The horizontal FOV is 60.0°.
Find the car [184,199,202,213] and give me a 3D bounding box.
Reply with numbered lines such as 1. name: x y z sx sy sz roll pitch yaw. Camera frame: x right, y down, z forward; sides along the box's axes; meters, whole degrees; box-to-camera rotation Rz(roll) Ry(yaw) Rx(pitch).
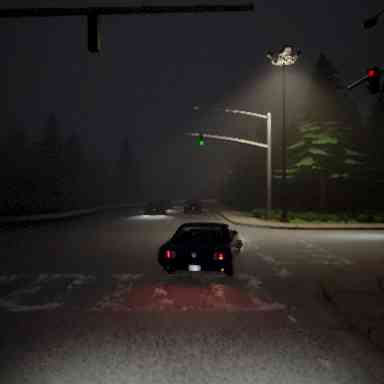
1. car: 0.106 1.485 36.669 1.812 1.442 4.674 0 0 0

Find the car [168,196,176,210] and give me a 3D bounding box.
1. car: -3.535 1.524 42.545 1.994 1.385 4.181 0 0 1

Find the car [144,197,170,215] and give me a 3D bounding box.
1. car: -3.581 1.534 33.277 1.994 1.385 4.181 0 0 0

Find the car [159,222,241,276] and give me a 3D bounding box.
1. car: 0.470 1.595 10.421 1.895 1.301 4.718 0 0 10
